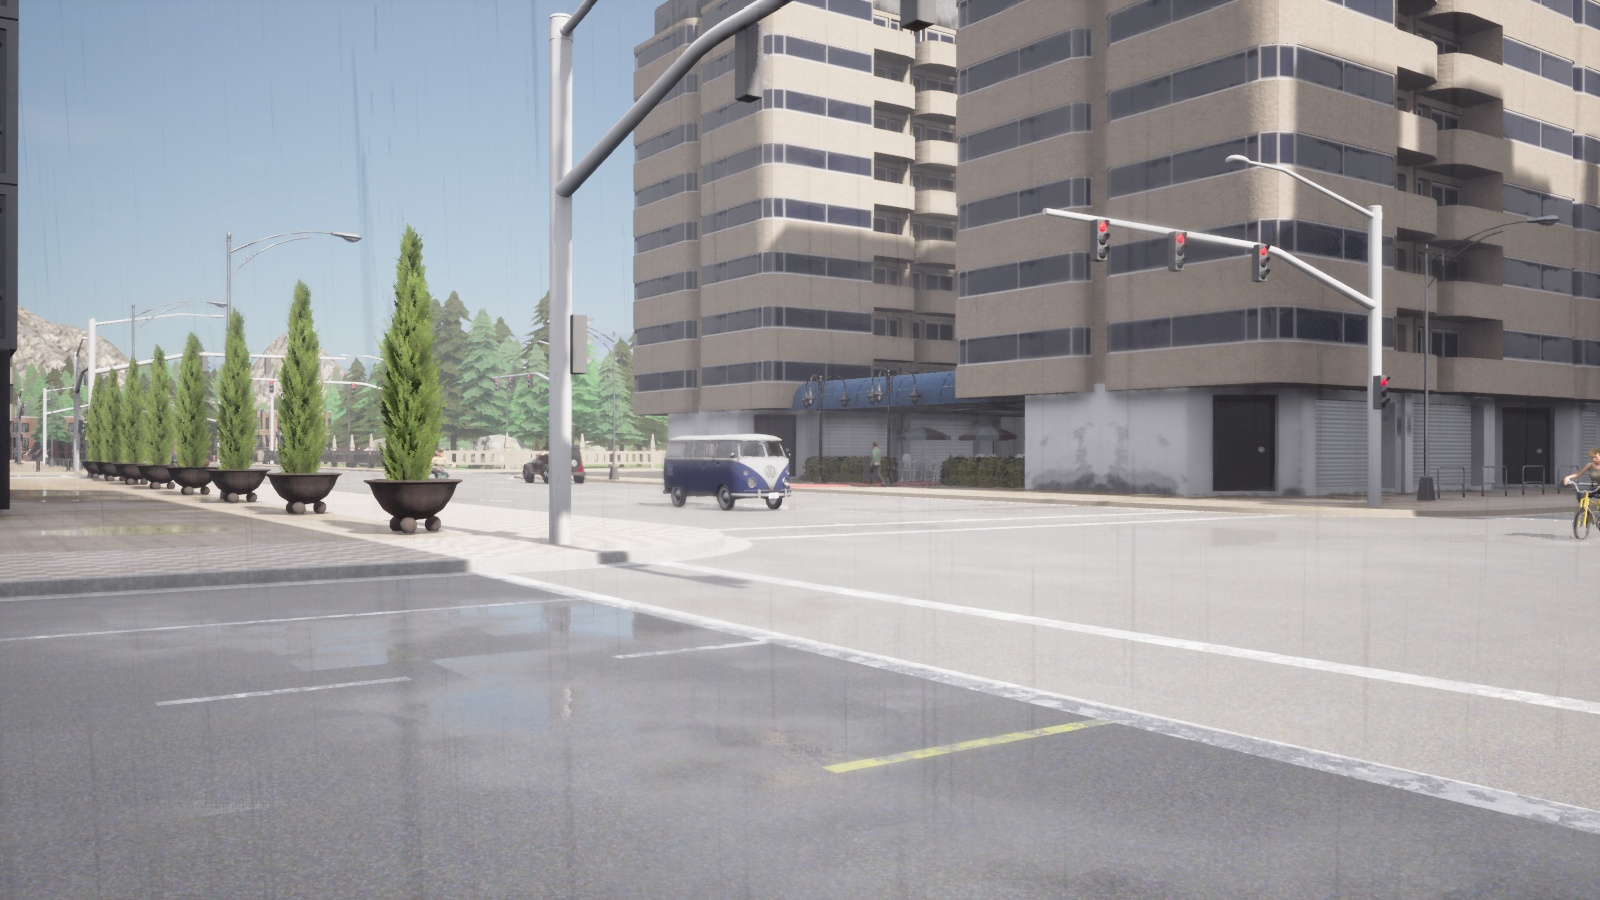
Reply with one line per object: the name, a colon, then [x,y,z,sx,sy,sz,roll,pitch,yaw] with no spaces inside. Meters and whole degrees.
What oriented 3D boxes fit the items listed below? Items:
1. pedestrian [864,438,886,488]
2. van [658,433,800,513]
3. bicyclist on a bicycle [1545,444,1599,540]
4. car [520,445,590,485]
pedestrian: [2.926,0.517,49.146,0.423,1.949,0.788,0,0,-37]
van: [-1.986,0.584,33.753,1.775,1.987,4.442,0,0,-35]
bicyclist on a bicycle: [13.858,0.706,21.966,1.509,1.612,0.866,0,0,-35]
car: [-11.830,0.714,60.401,1.905,1.878,3.866,0,0,-35]
